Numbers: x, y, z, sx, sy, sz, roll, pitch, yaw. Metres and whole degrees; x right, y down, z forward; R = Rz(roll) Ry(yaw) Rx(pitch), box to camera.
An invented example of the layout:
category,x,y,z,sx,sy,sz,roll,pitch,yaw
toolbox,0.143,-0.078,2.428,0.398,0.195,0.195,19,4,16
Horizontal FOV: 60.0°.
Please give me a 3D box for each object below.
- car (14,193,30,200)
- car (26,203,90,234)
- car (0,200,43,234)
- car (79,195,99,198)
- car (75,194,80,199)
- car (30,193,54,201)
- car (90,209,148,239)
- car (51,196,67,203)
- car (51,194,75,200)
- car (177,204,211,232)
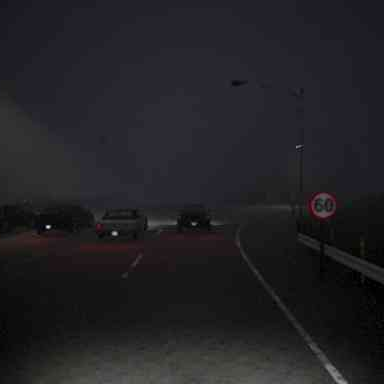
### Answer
category,x,y,z,sx,sy,sz,roll,pitch,yaw
car,-31.504,1.112,63.253,2.150,2.045,5.566,0,-1,0
car,-6.901,1.402,18.394,1.837,1.490,4.892,0,0,0
car,-10.402,1.410,18.383,1.837,1.490,4.892,0,0,0
car,-24.505,1.778,79.152,1.882,1.535,5.008,0,-2,0
car,-28.005,1.524,79.095,2.150,2.045,5.566,0,-2,0
car,-28.004,1.112,63.253,2.150,2.045,5.566,0,-1,0
car,-3.401,1.513,16.867,1.895,1.301,4.718,0,0,0
car,-31.505,1.800,79.117,1.837,1.490,4.892,0,-2,0
car,-24.505,1.449,63.386,1.994,1.385,4.181,0,-1,0
car,0.099,1.428,19.260,1.812,1.442,4.674,0,0,0
